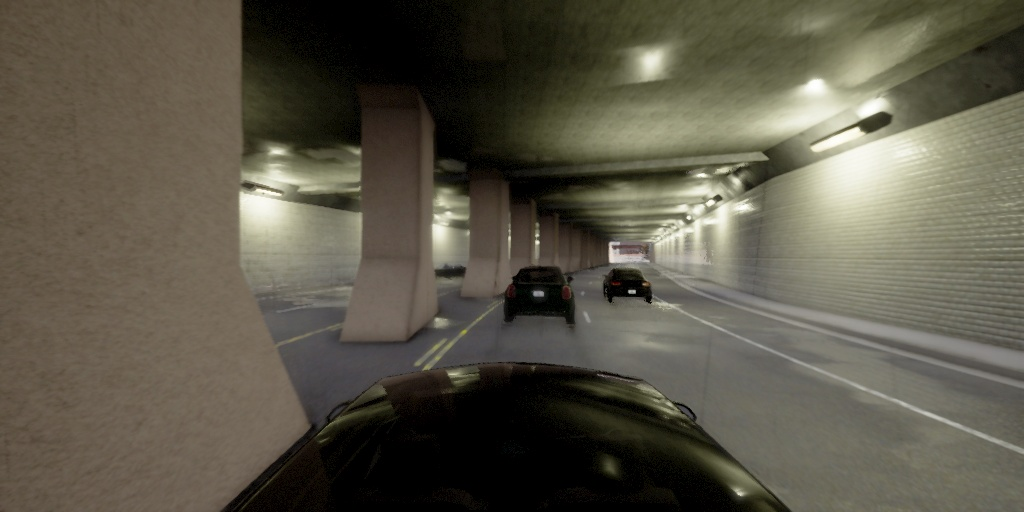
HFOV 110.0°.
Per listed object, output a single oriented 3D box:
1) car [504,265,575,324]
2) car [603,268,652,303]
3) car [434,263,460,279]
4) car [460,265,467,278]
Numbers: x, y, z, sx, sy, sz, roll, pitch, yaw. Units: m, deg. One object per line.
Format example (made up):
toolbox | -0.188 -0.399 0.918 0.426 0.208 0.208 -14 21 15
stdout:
car | 1.031 1.097 12.286 2.097 1.767 4.553 0 0 7
car | 5.303 1.289 16.800 1.812 1.442 4.674 0 0 11
car | -5.572 1.291 31.214 1.895 1.301 4.718 0 0 18
car | -2.267 1.310 30.061 1.895 1.301 4.718 0 0 18
